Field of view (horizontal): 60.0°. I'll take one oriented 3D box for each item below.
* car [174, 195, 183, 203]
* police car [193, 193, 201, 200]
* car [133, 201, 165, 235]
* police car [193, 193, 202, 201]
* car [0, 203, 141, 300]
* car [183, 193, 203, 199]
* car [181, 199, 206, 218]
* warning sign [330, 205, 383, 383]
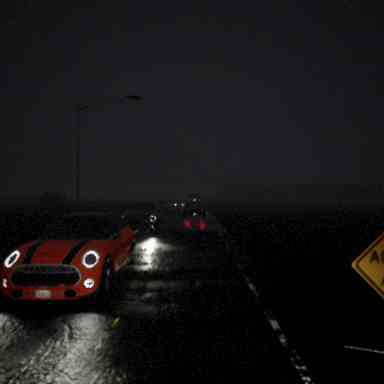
[{"bbox_3d":[-2.386,1.354,64.646,1.812,1.442,4.674,0,0,1],"label":"car"},{"bbox_3d":[1.354,1.144,88.973,1.930,1.638,5.238,0,0,0],"label":"police car"},{"bbox_3d":[-2.732,1.323,18.599,2.097,1.767,4.553,0,0,0],"label":"car"},{"bbox_3d":[1.293,1.196,78.974,1.930,1.638,5.238,0,0,0],"label":"police car"},{"bbox_3d":[-2.805,1.338,8.544,2.097,1.767,4.553,0,0,0],"label":"car"},{"bbox_3d":[0.337,1.128,45.663,2.150,2.045,5.566,0,0,1],"label":"car"},{"bbox_3d":[0.234,1.552,29.700,1.895,1.301,4.718,0,0,1],"label":"car"},{"bbox_3d":[2.474,1.116,3.849,1.300,1.860,1.060,1,0,0],"label":"warning sign"}]
